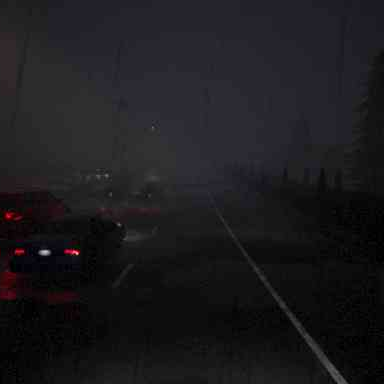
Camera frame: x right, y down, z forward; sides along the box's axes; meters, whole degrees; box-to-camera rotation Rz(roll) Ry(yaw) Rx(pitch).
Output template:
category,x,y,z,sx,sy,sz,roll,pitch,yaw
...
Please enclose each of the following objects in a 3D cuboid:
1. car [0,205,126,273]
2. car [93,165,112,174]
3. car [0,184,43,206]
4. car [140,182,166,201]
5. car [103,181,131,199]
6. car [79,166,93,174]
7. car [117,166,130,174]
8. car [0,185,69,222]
category,x,y,z,sx,sy,sz,roll,pitch,yaw
car,-3.411,1.359,10.216,2.033,1.411,5.357,0,2,0
car,-17.545,-4.523,66.648,2.097,1.767,4.553,0,7,0
car,-14.116,0.172,27.146,1.994,1.385,4.181,0,6,0
car,-3.423,-0.180,29.724,2.128,1.511,4.902,0,6,0
car,-6.922,-0.256,30.707,1.812,1.442,4.674,0,7,0
car,-21.045,-4.375,66.632,1.837,1.490,4.892,0,7,0
car,-14.046,-4.550,68.520,2.033,1.411,5.357,0,7,0
car,-6.912,0.866,13.894,2.150,2.045,5.566,0,3,0
